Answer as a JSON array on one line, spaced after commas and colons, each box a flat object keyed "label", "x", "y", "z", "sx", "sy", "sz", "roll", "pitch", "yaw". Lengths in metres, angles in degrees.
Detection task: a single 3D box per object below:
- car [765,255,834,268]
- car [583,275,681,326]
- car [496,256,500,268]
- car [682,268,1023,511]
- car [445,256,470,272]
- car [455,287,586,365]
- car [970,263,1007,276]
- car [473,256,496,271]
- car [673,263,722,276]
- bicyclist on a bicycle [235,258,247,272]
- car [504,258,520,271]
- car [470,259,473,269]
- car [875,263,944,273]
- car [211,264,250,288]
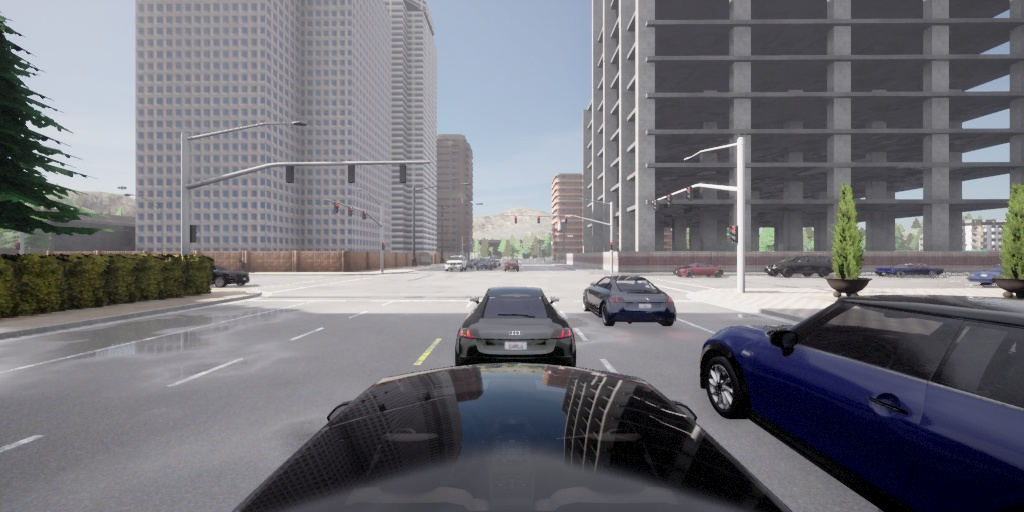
[{"label": "car", "x": 26.977, "y": 0.971, "z": 33.713, "sx": 5.566, "sy": 2.045, "sz": 2.150, "roll": 0, "pitch": 0, "yaw": 1}, {"label": "car", "x": 3.578, "y": 1.314, "z": 11.639, "sx": 1.994, "sy": 1.385, "sz": 4.181, "roll": 0, "pitch": 0, "yaw": 0}, {"label": "car", "x": -3.579, "y": 1.102, "z": 58.765, "sx": 2.097, "sy": 1.767, "sz": 4.553, "roll": 0, "pitch": 0, "yaw": 1}, {"label": "car", "x": 3.600, "y": 1.102, "z": 3.036, "sx": 2.097, "sy": 1.767, "sz": 4.553, "roll": 0, "pitch": 0, "yaw": 0}, {"label": "car", "x": -7.263, "y": 0.971, "z": 47.061, "sx": 2.150, "sy": 2.045, "sz": 5.566, "roll": 0, "pitch": 0, "yaw": 1}, {"label": "car", "x": 0.059, "y": 1.314, "z": 7.379, "sx": 1.994, "sy": 1.385, "sz": 4.181, "roll": 0, "pitch": 0, "yaw": 0}, {"label": "car", "x": 32.768, "y": 1.297, "z": 22.972, "sx": 5.357, "sy": 1.411, "sz": 2.033, "roll": 0, "pitch": 0, "yaw": 0}, {"label": "car", "x": -3.721, "y": 1.102, "z": 50.020, "sx": 2.097, "sy": 1.767, "sz": 4.553, "roll": 0, "pitch": 0, "yaw": 1}, {"label": "car", "x": 17.511, "y": 1.314, "z": 33.774, "sx": 4.181, "sy": 1.385, "sz": 1.994, "roll": 0, "pitch": 0, "yaw": 0}, {"label": "bicyclist on a bicycle", "x": -29.385, "y": 1.051, "z": 38.866, "sx": 0.582, "sy": 1.620, "sz": 1.656, "roll": 0, "pitch": 0, "yaw": 0}, {"label": "car", "x": -0.046, "y": 1.275, "z": 48.723, "sx": 1.812, "sy": 1.442, "sz": 4.674, "roll": 0, "pitch": 0, "yaw": 1}, {"label": "car", "x": -7.124, "y": 1.314, "z": 56.480, "sx": 1.994, "sy": 1.385, "sz": 4.181, "roll": 0, "pitch": 0, "yaw": 1}, {"label": "car", "x": 37.107, "y": 1.351, "z": 33.638, "sx": 4.718, "sy": 1.301, "sz": 1.895, "roll": 0, "pitch": 0, "yaw": 0}, {"label": "car", "x": -19.869, "y": 1.228, "z": 23.319, "sx": 5.008, "sy": 1.535, "sz": 1.882, "roll": 0, "pitch": 0, "yaw": 1}]
